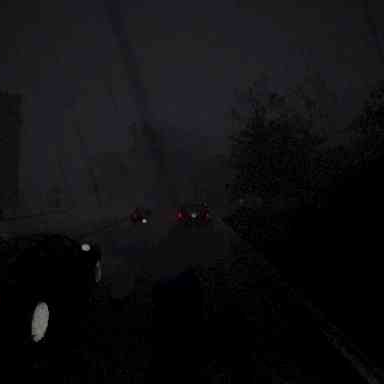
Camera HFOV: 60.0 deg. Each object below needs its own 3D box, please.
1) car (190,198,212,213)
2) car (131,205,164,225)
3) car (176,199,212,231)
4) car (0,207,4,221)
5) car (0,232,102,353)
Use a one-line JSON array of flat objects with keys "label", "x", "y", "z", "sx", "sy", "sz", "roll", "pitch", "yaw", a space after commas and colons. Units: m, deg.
[{"label": "car", "x": 1.097, "y": 1.520, "z": 38.019, "sx": 1.837, "sy": 1.490, "sz": 4.892, "roll": -1, "pitch": 0, "yaw": 8}, {"label": "car", "x": -3.138, "y": 1.623, "z": 24.250, "sx": 1.895, "sy": 1.301, "sz": 4.718, "roll": 0, "pitch": 0, "yaw": 0}, {"label": "car", "x": 0.104, "y": 1.371, "z": 20.902, "sx": 2.097, "sy": 1.767, "sz": 4.553, "roll": 0, "pitch": 0, "yaw": 0}, {"label": "car", "x": -15.595, "y": 1.526, "z": 24.196, "sx": 2.002, "sy": 1.452, "sz": 4.674, "roll": -2, "pitch": 0, "yaw": 0}, {"label": "car", "x": -3.149, "y": 1.484, "z": 6.279, "sx": 1.882, "sy": 1.535, "sz": 5.008, "roll": 0, "pitch": 0, "yaw": 0}]
